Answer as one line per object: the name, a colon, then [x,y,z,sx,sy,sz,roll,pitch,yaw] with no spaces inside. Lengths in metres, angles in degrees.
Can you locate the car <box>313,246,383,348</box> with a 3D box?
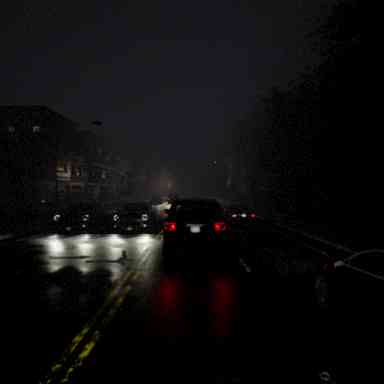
car: [3.342,1.498,4.789,2.128,1.511,4.902,0,0,0]

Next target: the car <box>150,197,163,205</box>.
car: [-6.489,1.598,61.108,1.812,1.442,4.674,0,0,0]

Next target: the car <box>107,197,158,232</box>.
car: [-3.340,1.376,19.996,2.097,1.767,4.553,0,0,0]

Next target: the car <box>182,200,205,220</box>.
car: [0.113,1.540,29.461,1.837,1.490,4.892,0,0,0]

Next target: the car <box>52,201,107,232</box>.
car: [-6.590,1.376,19.995,2.097,1.767,4.553,0,0,0]

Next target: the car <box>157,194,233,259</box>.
car: [0.106,1.237,12.832,2.150,2.045,5.566,0,0,0]

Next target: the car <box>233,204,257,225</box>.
car: [3.359,1.576,24.047,2.033,1.411,5.357,0,0,0]
